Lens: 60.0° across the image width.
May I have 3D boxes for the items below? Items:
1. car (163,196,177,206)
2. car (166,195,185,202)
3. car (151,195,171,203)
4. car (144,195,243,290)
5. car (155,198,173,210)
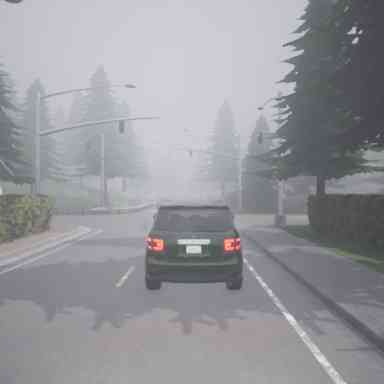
[{"bbox_3d":[-3.665,1.485,57.263,2.128,1.511,4.902,0,0,0],"label":"car"},{"bbox_3d":[-3.820,1.469,74.421,1.882,1.535,5.008,0,0,-35],"label":"car"},{"bbox_3d":[-6.832,1.516,72.629,2.128,1.511,4.902,0,0,-35],"label":"car"},{"bbox_3d":[0.052,1.220,9.208,2.150,2.045,5.566,0,0,0],"label":"car"},{"bbox_3d":[-3.644,1.558,43.610,1.994,1.385,4.181,0,0,0],"label":"car"}]
